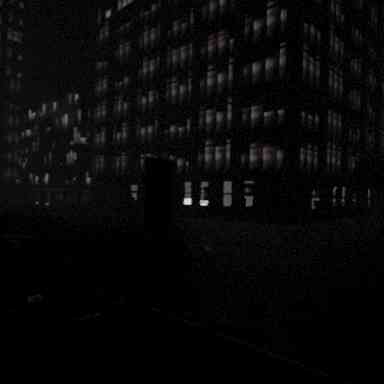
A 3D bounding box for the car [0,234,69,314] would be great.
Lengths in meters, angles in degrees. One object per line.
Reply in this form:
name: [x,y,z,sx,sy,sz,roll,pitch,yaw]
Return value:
car: [-4.266,1.591,7.245,4.403,1.369,2.008,0,-1,44]
